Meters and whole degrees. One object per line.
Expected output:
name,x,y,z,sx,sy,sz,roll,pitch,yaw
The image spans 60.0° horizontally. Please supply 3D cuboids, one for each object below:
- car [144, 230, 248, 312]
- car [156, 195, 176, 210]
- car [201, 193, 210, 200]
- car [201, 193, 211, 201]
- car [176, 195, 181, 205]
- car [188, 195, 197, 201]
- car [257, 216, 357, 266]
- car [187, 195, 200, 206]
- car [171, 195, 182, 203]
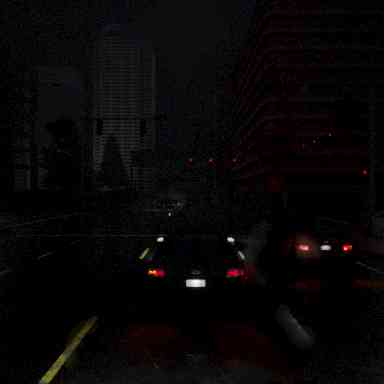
car,0.081,1.564,7.820,1.994,1.385,4.181,0,0,0
car,-3.528,1.505,43.859,1.837,1.490,4.892,0,0,0
car,3.642,1.206,90.481,2.150,2.045,5.566,0,0,0
car,3.627,1.493,80.597,1.837,1.490,4.892,0,0,0
car,-3.490,1.600,58.458,1.895,1.301,4.718,0,0,0
car,0.128,1.534,81.459,2.033,1.411,5.357,0,0,0
car,3.607,1.547,11.437,2.033,1.411,5.357,0,0,0
car,0.187,1.505,55.230,1.837,1.490,4.892,0,0,0
car,-3.384,1.525,73.639,2.128,1.511,4.902,0,0,0
